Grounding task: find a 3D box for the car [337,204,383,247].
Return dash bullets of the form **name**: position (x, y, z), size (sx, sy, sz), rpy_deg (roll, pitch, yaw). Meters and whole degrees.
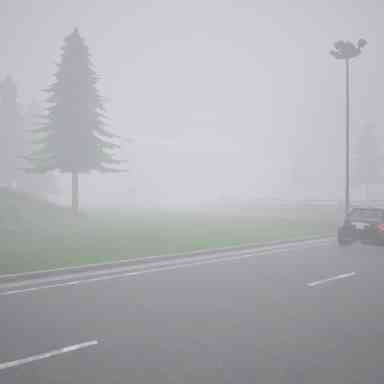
- **car**: position (8.084, 1.351, 13.808), size (4.553, 1.767, 2.097), rpy_deg (0, 0, -35)
